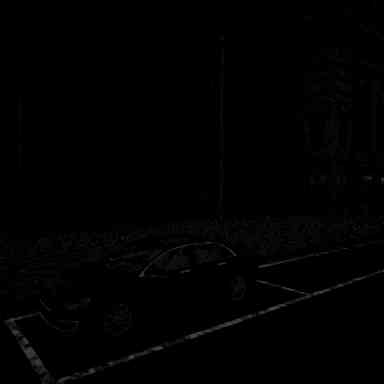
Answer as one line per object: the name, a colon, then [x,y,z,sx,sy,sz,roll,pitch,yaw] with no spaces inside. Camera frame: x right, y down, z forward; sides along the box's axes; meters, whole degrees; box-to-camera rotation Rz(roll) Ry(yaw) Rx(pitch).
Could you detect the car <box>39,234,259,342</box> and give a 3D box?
car: [-0.563,1.552,6.450,4.403,1.369,2.008,0,1,-38]
